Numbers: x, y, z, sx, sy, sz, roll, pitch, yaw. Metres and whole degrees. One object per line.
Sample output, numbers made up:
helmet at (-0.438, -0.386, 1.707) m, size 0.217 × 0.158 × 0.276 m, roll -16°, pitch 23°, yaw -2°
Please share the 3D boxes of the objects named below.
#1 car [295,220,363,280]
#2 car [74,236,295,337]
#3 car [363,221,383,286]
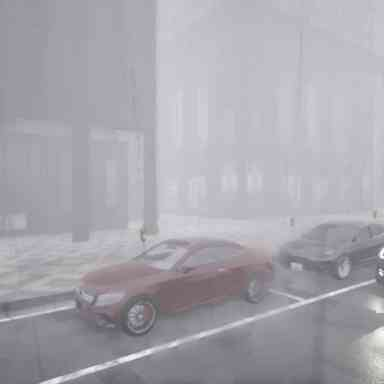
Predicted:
car at (4.478, 1.544, 9.843) m, size 4.313 × 1.339 × 1.947 m, roll 0°, pitch 0°, yaw -35°
car at (-0.111, 1.573, 6.570) m, size 4.206 × 1.307 × 1.802 m, roll 0°, pitch 0°, yaw -35°
car at (6.348, 1.329, 7.905) m, size 4.553 × 1.767 × 2.097 m, roll 0°, pitch 0°, yaw -35°
